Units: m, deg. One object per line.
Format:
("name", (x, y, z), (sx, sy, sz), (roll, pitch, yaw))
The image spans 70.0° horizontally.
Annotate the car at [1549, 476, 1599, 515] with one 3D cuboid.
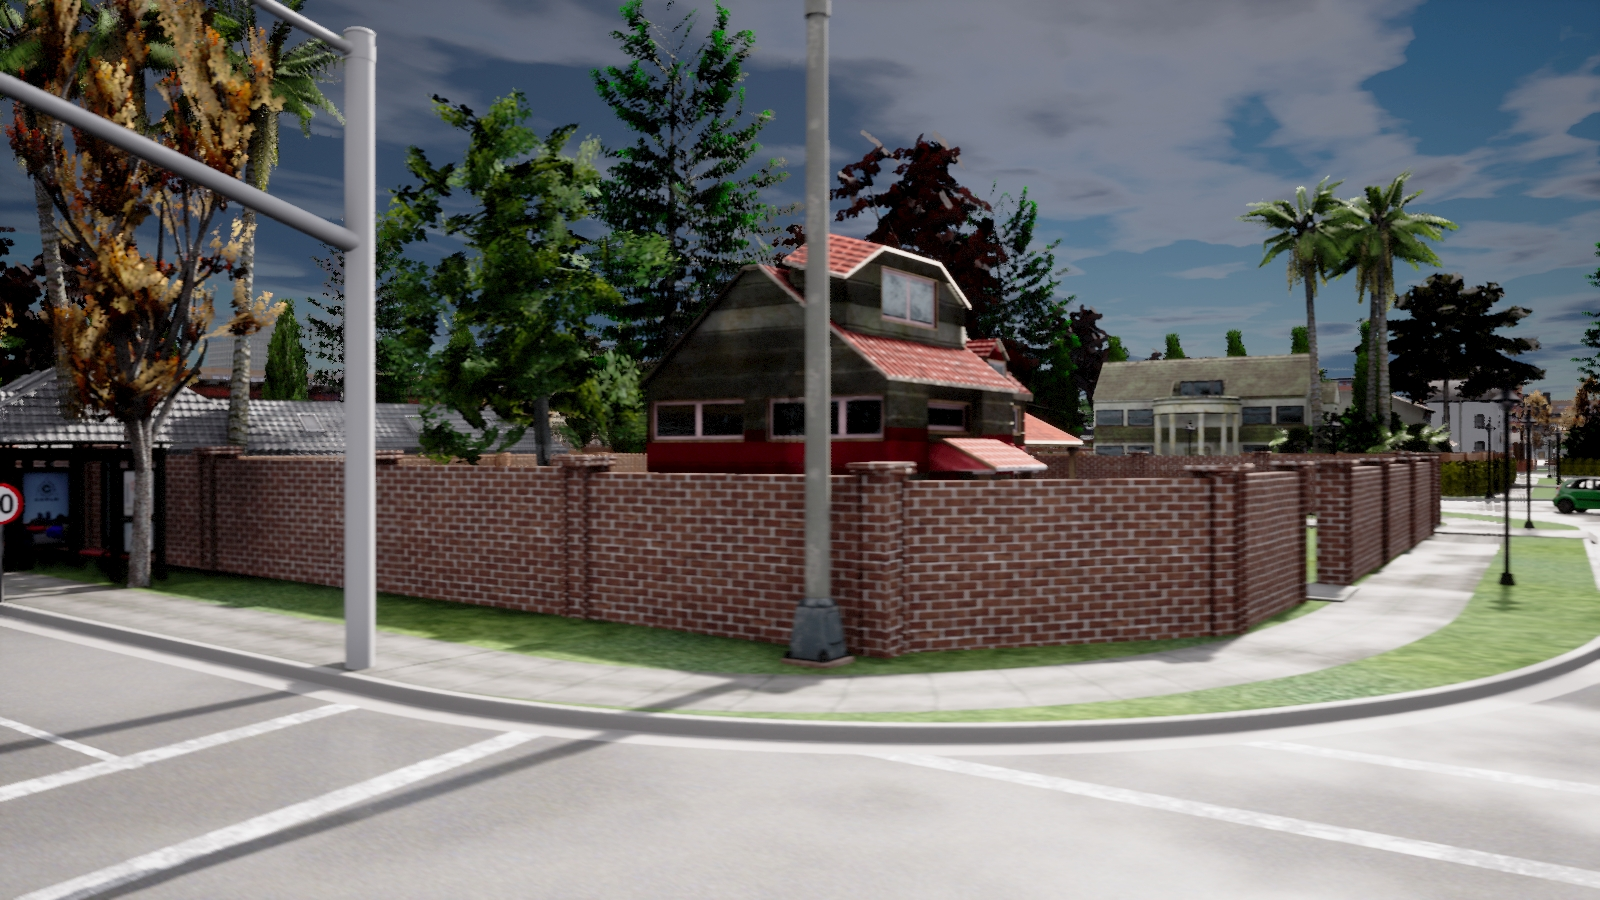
("car", (35.179, 1.982, 49.631), (1.851, 1.617, 3.988), (0, 0, -35))
